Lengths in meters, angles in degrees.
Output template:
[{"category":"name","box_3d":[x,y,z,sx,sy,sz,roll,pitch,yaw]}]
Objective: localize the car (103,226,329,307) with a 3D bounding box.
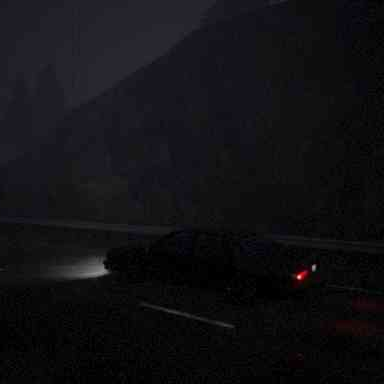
[{"category":"car","box_3d":[0.308,1.535,7.916,5.357,1.411,2.033,0,0,34]}]
